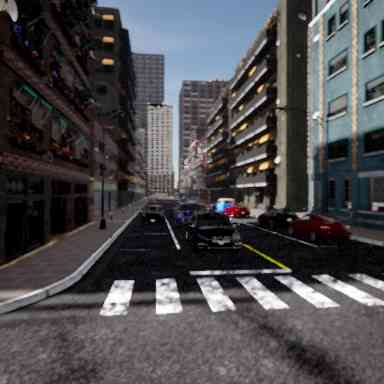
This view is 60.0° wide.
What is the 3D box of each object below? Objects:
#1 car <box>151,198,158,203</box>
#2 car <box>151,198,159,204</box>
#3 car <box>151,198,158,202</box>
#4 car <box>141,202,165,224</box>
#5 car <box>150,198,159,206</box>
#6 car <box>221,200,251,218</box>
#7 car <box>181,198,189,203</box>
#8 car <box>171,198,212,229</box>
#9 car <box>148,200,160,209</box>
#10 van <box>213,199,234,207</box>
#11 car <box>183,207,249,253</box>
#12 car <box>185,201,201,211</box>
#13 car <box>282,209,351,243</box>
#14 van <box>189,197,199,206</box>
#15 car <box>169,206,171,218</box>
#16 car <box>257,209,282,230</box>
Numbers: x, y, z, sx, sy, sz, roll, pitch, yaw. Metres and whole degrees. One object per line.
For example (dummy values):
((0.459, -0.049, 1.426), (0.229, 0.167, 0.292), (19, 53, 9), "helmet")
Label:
((-10.384, 2.327, 92.891), (1.887, 1.381, 4.507), (0, 0, -6), "car")
((-9.783, 2.300, 87.400), (1.947, 1.339, 4.313), (0, 0, -6), "car")
((-4.972, 1.901, 43.477), (1.887, 1.381, 4.507), (0, 0, -6), "car")
((-3.168, 1.785, 27.005), (1.947, 1.339, 4.313), (0, 0, -6), "car")
((-7.961, 2.114, 70.761), (1.752, 1.417, 4.829), (0, 0, -6), "car")
((4.563, 1.831, 33.396), (1.887, 1.381, 4.507), (0, 0, -6), "car")
((-2.052, 2.355, 93.790), (2.008, 1.369, 4.403), (0, 0, -6), "car")
((-0.159, 1.547, 23.412), (2.097, 1.767, 4.553), (0, 0, -6), "car")
((-6.175, 2.030, 54.458), (1.802, 1.307, 4.206), (0, 0, -6), "car")
((3.960, 1.673, 38.888), (1.690, 1.788, 3.998), (0, 0, -6), "van")
((0.817, 1.627, 14.435), (1.837, 1.490, 4.892), (0, 0, -6), "car")
((0.144, 2.022, 50.008), (1.895, 1.301, 4.718), (0, -1, -6), "car")
((6.367, 1.734, 16.925), (1.802, 1.307, 4.206), (0, 0, -6), "car")
((0.352, 1.953, 71.831), (1.690, 1.788, 3.998), (0, 0, -6), "van")
((-1.244, 1.840, 33.328), (1.994, 1.385, 4.181), (0, 0, -6), "car")
((5.766, 1.762, 22.415), (1.947, 1.339, 4.313), (0, 0, -6), "car")
